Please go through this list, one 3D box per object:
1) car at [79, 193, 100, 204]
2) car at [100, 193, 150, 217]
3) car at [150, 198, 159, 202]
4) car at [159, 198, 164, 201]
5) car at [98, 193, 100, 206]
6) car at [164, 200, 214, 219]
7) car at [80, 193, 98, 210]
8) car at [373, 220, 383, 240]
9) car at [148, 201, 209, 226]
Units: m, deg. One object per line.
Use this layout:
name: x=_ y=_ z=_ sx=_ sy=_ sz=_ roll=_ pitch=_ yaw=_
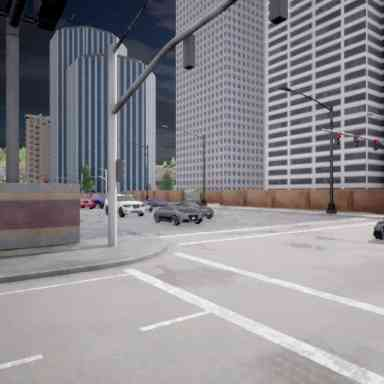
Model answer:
car: x=-19.131 y=1.213 z=61.864 sx=2.150 sy=2.045 sz=5.566 roll=0 pitch=-1 yaw=-35
car: x=-6.438 y=1.221 z=31.349 sx=2.150 sy=2.045 sz=5.566 roll=0 pitch=0 yaw=-35
car: x=-6.054 y=1.491 z=36.889 sx=2.128 sy=1.511 sz=4.902 roll=0 pitch=0 yaw=-35
car: x=-5.460 y=1.547 z=48.540 sx=2.033 sy=1.411 sz=5.357 roll=0 pitch=0 yaw=-35
car: x=-11.998 y=1.219 z=45.349 sx=2.150 sy=2.045 sz=5.566 roll=0 pitch=0 yaw=-35
car: x=-0.091 y=1.505 z=28.420 sx=1.837 sy=1.490 sz=4.892 roll=0 pitch=0 yaw=-35
car: x=-14.354 y=1.223 z=42.614 sx=2.150 sy=2.045 sz=5.566 roll=0 pitch=0 yaw=-35
car: x=10.374 y=1.564 z=15.684 sx=4.181 sy=1.385 sz=1.994 roll=0 pitch=0 yaw=-35
car: x=-1.055 y=1.564 z=23.713 sx=1.994 sy=1.385 sz=4.181 roll=0 pitch=0 yaw=-35
